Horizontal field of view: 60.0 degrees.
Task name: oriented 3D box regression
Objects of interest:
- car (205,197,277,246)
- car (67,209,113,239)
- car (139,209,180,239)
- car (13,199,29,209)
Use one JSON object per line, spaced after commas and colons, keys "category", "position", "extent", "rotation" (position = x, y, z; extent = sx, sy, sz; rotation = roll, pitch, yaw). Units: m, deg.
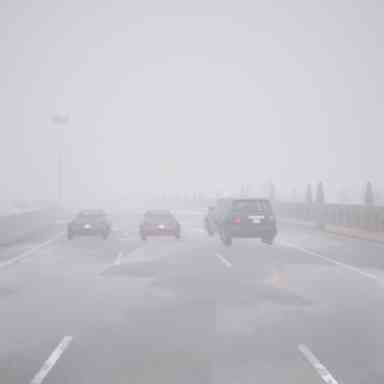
{"category": "car", "position": [2.126, 1.253, 15.826], "extent": [2.150, 2.045, 5.566], "rotation": [0, 0, -9]}
{"category": "car", "position": [-5.382, 1.623, 17.922], "extent": [1.994, 1.385, 4.181], "rotation": [0, 0, -10]}
{"category": "car", "position": [-1.803, 1.612, 17.780], "extent": [1.994, 1.385, 4.181], "rotation": [0, 0, -10]}
{"category": "car", "position": [-24.935, 1.714, 48.498], "extent": [1.812, 1.442, 4.674], "rotation": [0, 0, -32]}
